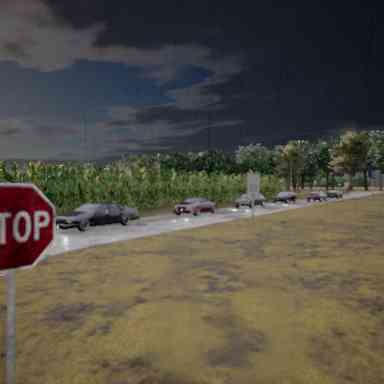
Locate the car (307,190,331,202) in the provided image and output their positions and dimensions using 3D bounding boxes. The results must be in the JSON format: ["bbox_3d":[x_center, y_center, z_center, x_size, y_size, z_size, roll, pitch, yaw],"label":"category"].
[{"bbox_3d":[17.289,0.615,45.842,1.837,1.490,4.892,0,1,35],"label":"car"}]

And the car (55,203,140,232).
[{"bbox_3d":[-5.312,1.315,18.883,2.033,1.411,5.357,0,1,34],"label":"car"}]

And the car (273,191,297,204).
[{"bbox_3d":[12.292,0.679,43.801,1.882,1.535,5.008,0,1,36],"label":"car"}]

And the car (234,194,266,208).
[{"bbox_3d":[6.211,0.899,35.254,1.837,1.490,4.892,0,1,36],"label":"car"}]

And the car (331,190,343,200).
[{"bbox_3d":[23.285,0.394,54.334,1.882,1.535,5.008,0,1,35],"label":"car"}]

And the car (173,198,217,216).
[{"bbox_3d":[0.328,1.147,26.955,1.994,1.385,4.181,0,1,34],"label":"car"}]
